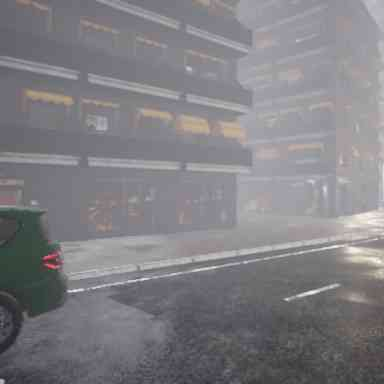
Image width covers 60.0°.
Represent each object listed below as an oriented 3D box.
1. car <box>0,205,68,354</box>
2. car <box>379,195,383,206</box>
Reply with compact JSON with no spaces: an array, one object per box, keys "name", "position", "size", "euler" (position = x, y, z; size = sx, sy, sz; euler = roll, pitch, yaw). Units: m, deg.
[{"name":"car","position":[-4.595,1.224,4.398],"size":[5.566,2.045,2.150],"euler":[0,0,-35]},{"name":"car","position":[28.737,1.321,53.316],"size":[4.097,1.590,1.967],"euler":[1,0,41]}]
